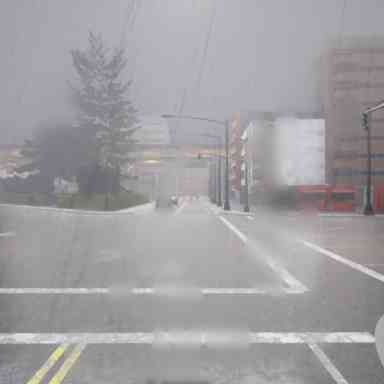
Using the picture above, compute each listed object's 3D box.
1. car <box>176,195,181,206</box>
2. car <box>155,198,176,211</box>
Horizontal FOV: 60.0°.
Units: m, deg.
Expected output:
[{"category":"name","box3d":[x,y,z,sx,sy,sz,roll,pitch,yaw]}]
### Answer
[{"category":"car","box3d":[-3.379,1.607,55.938,1.895,1.301,4.718,0,0,0]},{"category":"car","box3d":[-3.447,1.483,41.241,1.882,1.535,5.008,0,1,0]}]
